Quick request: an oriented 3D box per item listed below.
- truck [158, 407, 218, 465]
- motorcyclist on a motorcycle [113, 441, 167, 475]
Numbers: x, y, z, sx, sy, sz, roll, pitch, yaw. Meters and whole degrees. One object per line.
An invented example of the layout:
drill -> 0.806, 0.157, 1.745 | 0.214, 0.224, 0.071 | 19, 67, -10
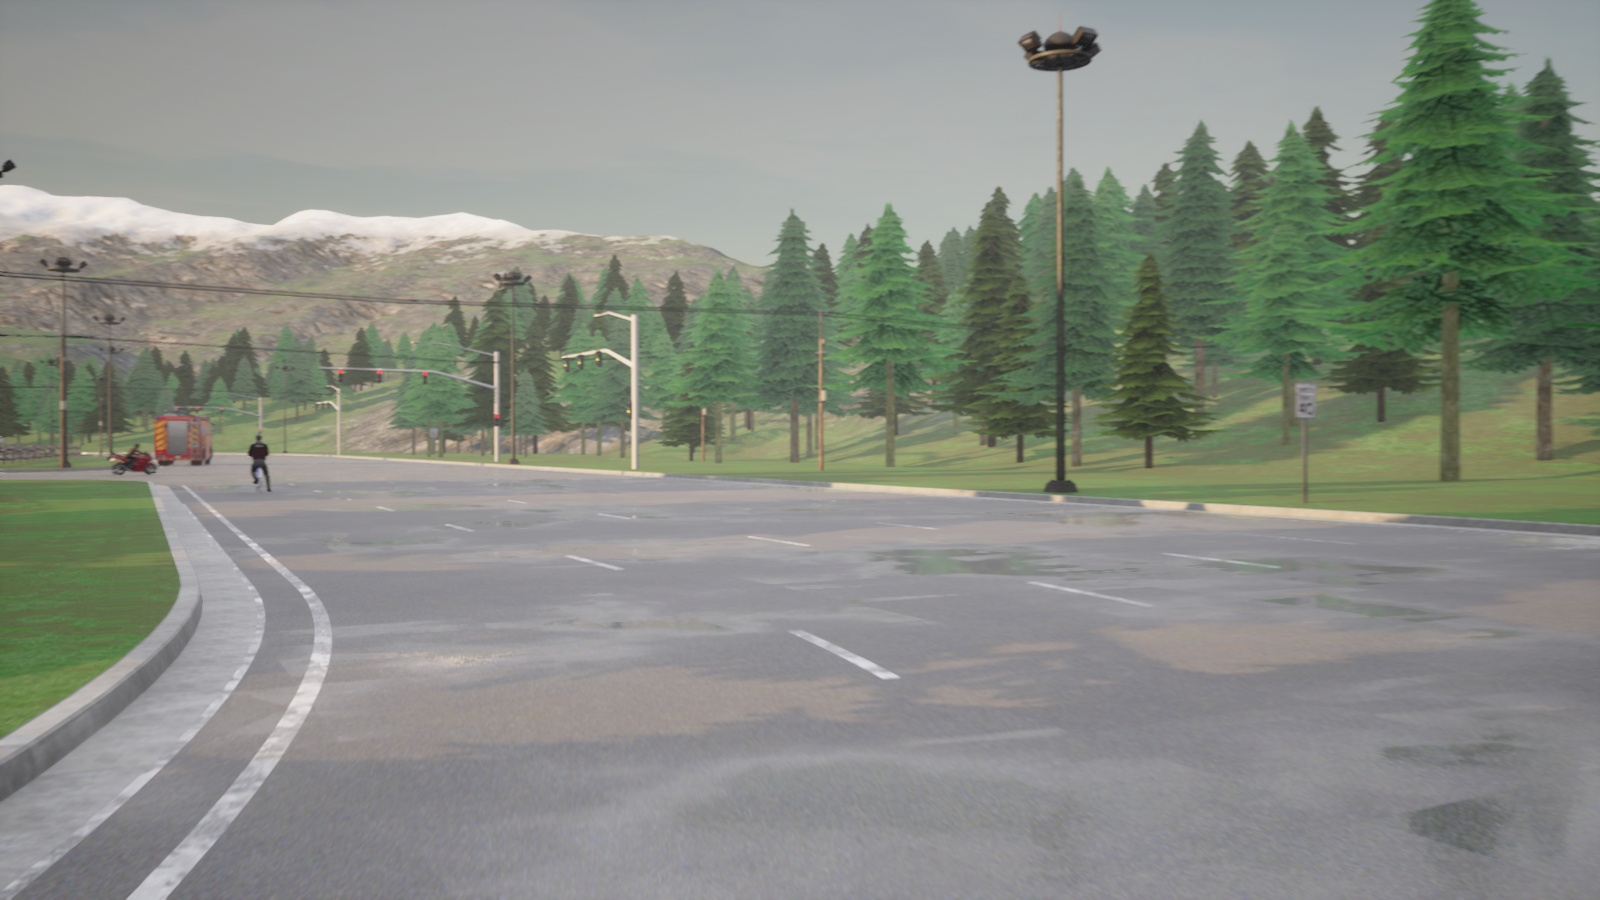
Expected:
truck -> -42.871, -0.970, 88.119 | 2.891, 3.827, 8.468 | 0, 0, -20
motorcyclist on a motorcycle -> -30.610, 0.366, 58.296 | 0.797, 1.523, 2.044 | -2, -1, 39
